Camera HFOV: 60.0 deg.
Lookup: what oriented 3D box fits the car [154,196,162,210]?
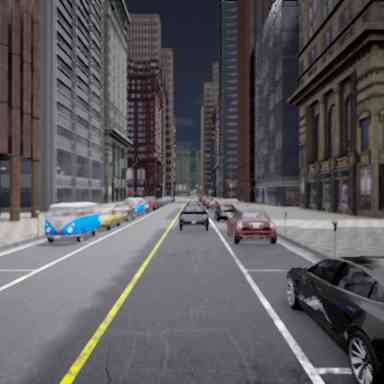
[{"bbox_3d":[-5.711,1.526,44.473,2.192,1.841,5.009,0,0,0],"label":"car"}]

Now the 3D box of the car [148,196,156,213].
[{"bbox_3d":[-5.718,1.623,38.835,1.967,1.590,4.097,0,0,0],"label":"car"}]

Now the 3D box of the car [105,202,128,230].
[{"bbox_3d":[-5.739,1.625,21.756,1.752,1.417,4.829,0,0,0],"label":"car"}]

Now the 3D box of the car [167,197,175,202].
[{"bbox_3d":[-5.655,2.020,89.564,1.947,1.339,4.313,0,0,0],"label":"car"}]

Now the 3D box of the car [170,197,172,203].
[{"bbox_3d":[-5.683,1.908,67.018,1.802,1.307,4.206,0,0,0],"label":"car"}]

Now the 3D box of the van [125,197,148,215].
[{"bbox_3d":[-5.725,1.496,33.199,1.690,1.788,3.998,0,0,0],"label":"van"}]

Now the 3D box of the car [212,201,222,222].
[{"bbox_3d":[2.794,1.694,27.558,1.947,1.339,4.313,0,0,0],"label":"car"}]

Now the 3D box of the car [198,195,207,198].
[{"bbox_3d":[2.842,1.767,67.013,1.967,1.590,4.097,0,0,0],"label":"car"}]

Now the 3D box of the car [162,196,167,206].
[{"bbox_3d":[-5.696,1.833,55.744,1.947,1.339,4.313,0,0,0],"label":"car"}]

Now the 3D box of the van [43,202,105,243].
[{"bbox_3d":[-5.746,1.415,16.290,1.690,1.788,3.998,0,0,0],"label":"van"}]

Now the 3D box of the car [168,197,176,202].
[{"bbox_3d":[-5.648,2.054,95.200,1.947,1.339,4.313,0,0,0],"label":"car"}]

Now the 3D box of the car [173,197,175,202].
[{"bbox_3d":[-5.669,1.913,78.121,1.752,1.417,4.829,0,0,0],"label":"car"}]

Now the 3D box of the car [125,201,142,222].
[{"bbox_3d":[-5.731,1.678,27.561,2.008,1.369,4.403,0,0,0],"label":"car"}]

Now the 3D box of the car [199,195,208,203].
[{"bbox_3d":[2.862,1.736,83.921,2.192,1.841,5.009,0,0,0],"label":"car"}]

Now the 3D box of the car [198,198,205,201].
[{"bbox_3d":[0.149,1.750,39.427,1.994,1.385,4.181,0,0,0],"label":"car"}]

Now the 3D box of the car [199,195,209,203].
[{"bbox_3d":[2.855,1.704,78.284,2.192,1.841,5.009,0,0,0],"label":"car"}]

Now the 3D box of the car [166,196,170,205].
[{"bbox_3d":[-5.690,1.847,61.381,2.008,1.369,4.403,0,0,0],"label":"car"}]

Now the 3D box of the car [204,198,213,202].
[{"bbox_3d":[2.815,1.793,44.467,1.802,1.307,4.206,0,0,0],"label":"car"}]

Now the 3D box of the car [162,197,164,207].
[{"bbox_3d":[-5.703,1.805,50.108,1.947,1.339,4.313,0,0,0],"label":"car"}]

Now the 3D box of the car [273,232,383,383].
[{"bbox_3d":[2.766,1.589,5.013,1.947,1.339,4.313,0,0,0],"label":"car"}]

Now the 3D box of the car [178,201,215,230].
[{"bbox_3d":[0.127,1.592,21.967,2.128,1.511,4.902,0,0,0],"label":"car"}]

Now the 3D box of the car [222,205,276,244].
[{"bbox_3d":[2.779,1.515,16.286,1.967,1.590,4.097,0,0,0],"label":"car"}]

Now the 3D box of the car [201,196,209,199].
[{"bbox_3d":[2.829,1.850,55.739,1.802,1.307,4.206,0,0,0],"label":"car"}]

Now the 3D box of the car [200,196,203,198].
[{"bbox_3d":[2.835,1.879,61.376,1.802,1.307,4.206,0,0,0],"label":"car"}]
